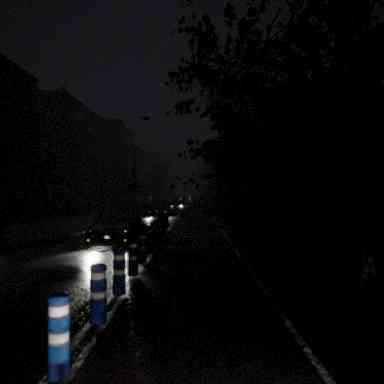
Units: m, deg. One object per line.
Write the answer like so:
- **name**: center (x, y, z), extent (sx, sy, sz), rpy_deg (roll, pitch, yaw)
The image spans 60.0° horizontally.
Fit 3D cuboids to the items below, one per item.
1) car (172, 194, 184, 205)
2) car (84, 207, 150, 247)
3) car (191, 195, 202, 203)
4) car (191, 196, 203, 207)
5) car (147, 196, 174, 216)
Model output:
- **car**: center (-2.523, 1.166, 54.522), extent (2.097, 1.767, 4.553), rpy_deg (0, 0, 1)
- **car**: center (-3.267, 1.548, 14.778), extent (1.994, 1.385, 4.181), rpy_deg (0, 0, 1)
- **car**: center (0.894, 1.328, 62.450), extent (1.895, 1.301, 4.718), rpy_deg (0, 2, 1)
- **car**: center (0.727, 1.396, 48.139), extent (2.033, 1.411, 5.357), rpy_deg (0, 0, 1)
- **car**: center (-3.042, 1.426, 31.706), extent (1.837, 1.490, 4.892), rpy_deg (0, 1, 1)
